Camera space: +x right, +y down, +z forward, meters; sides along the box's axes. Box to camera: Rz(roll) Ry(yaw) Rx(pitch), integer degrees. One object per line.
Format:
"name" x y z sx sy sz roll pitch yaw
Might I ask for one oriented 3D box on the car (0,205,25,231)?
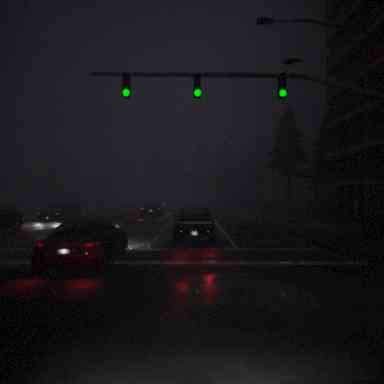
"car" -10.572 1.461 17.207 2.128 1.511 4.902 0 0 0

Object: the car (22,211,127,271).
"car" -3.398 1.544 10.818 1.994 1.385 4.181 0 0 0

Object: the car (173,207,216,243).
"car" 0.102 1.463 15.920 2.128 1.511 4.902 0 0 0

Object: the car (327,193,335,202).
"car" 21.599 1.084 45.849 5.566 2.045 2.150 0 0 0

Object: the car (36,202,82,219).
"car" -10.553 1.499 26.949 2.033 1.411 5.357 0 0 0

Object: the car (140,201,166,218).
"car" -3.401 1.511 29.492 1.994 1.385 4.181 0 0 0
